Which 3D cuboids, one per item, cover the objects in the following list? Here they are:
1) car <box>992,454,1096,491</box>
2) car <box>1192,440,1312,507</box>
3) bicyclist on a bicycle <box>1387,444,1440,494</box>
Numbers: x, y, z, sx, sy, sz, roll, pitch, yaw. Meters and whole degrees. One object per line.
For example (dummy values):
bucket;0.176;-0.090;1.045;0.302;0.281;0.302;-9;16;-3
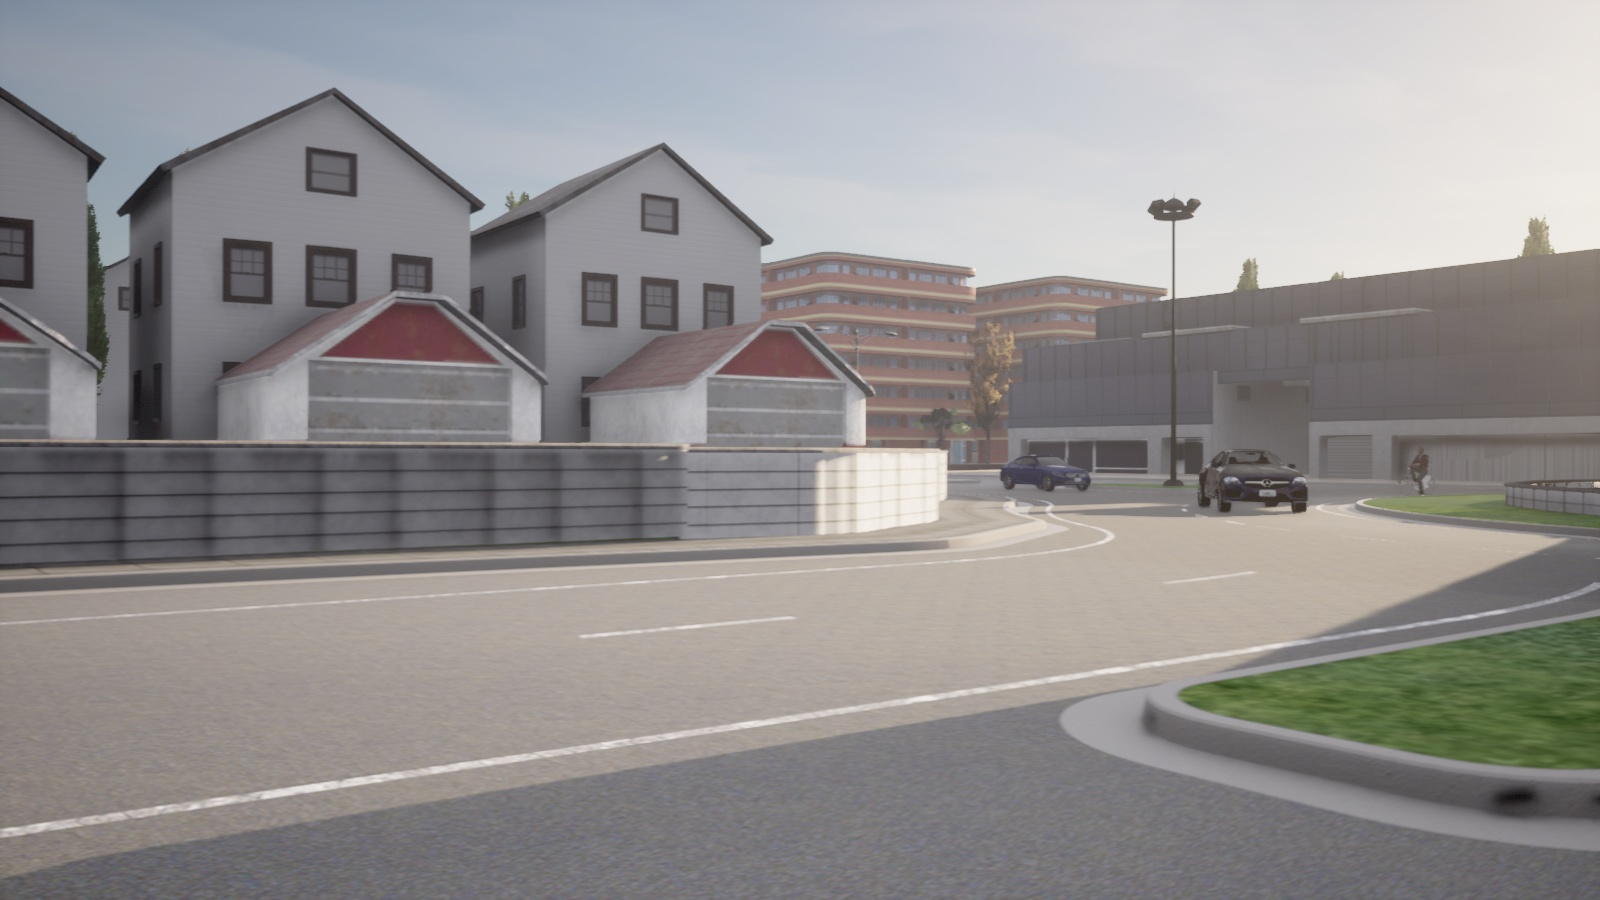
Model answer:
car;9.879;0.875;51.253;1.812;1.442;4.674;0;0;-24
car;11.967;0.580;33.584;2.152;1.651;5.027;0;0;9
bicyclist on a bicycle;22.017;0.679;45.054;1.843;1.776;0.659;0;0;-25
